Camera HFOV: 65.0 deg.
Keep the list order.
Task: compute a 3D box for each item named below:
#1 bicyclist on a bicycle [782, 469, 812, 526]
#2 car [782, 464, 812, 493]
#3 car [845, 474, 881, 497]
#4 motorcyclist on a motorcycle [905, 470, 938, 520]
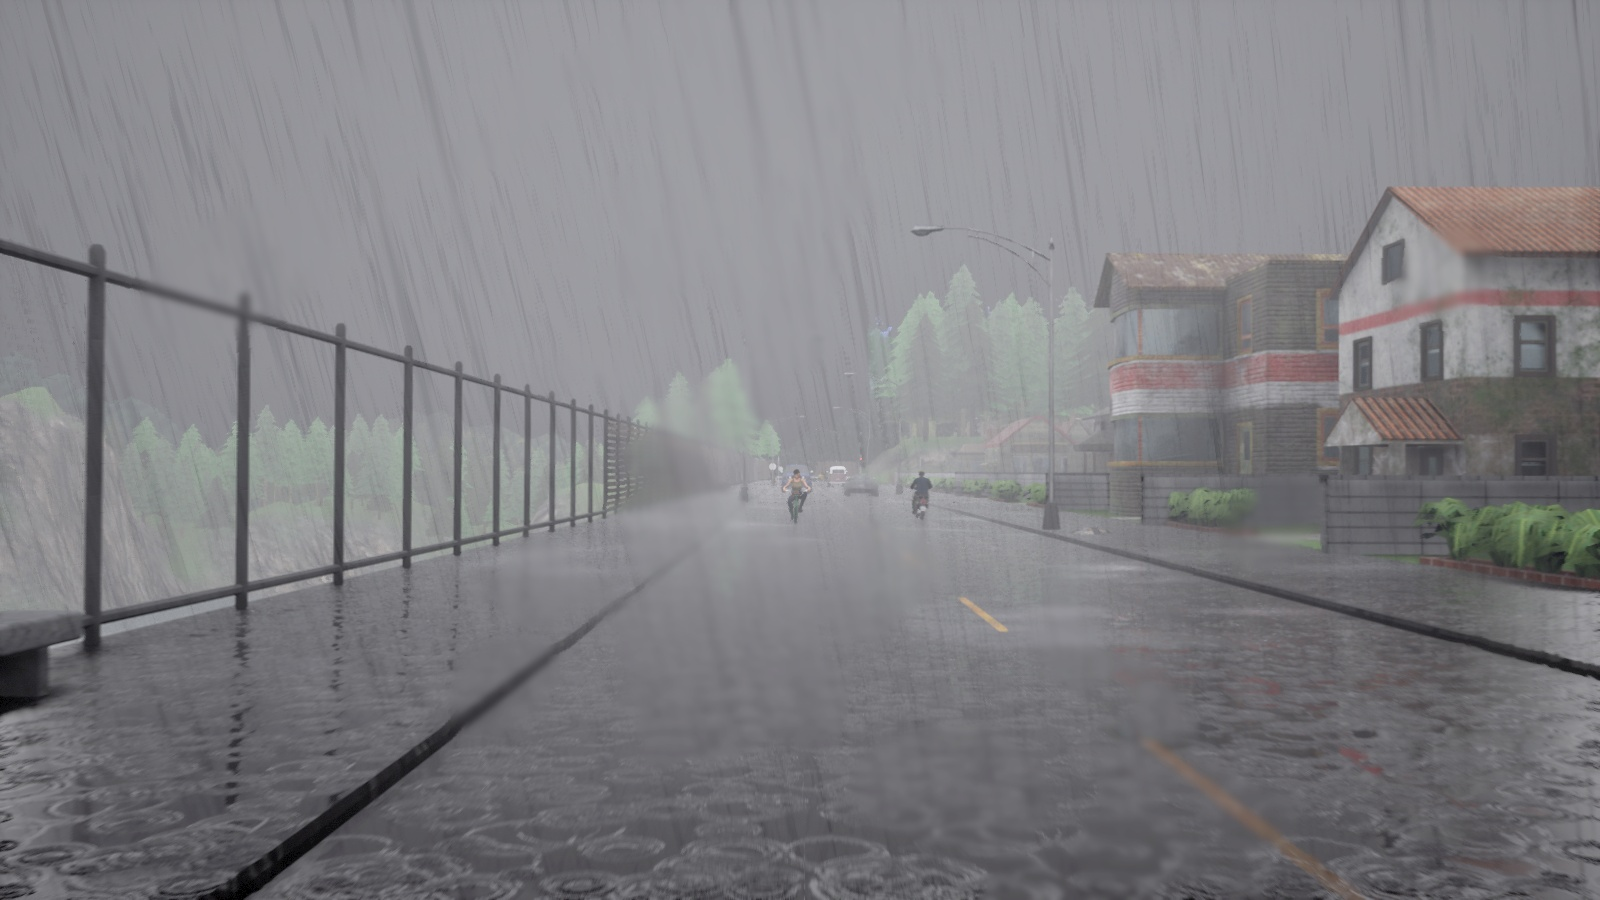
[{"bbox_3d":[-0.083,1.358,36.241,0.866,1.612,1.509,0,-1,0],"label":"bicyclist on a bicycle"},{"bbox_3d":[-0.223,2.067,91.565,2.150,2.045,5.566,0,-1,0],"label":"car"},{"bbox_3d":[3.814,2.152,76.963,1.994,1.385,4.181,0,-1,0],"label":"car"},{"bbox_3d":[3.903,1.429,40.436,0.866,1.590,1.817,0,-1,0],"label":"motorcyclist on a motorcycle"}]
